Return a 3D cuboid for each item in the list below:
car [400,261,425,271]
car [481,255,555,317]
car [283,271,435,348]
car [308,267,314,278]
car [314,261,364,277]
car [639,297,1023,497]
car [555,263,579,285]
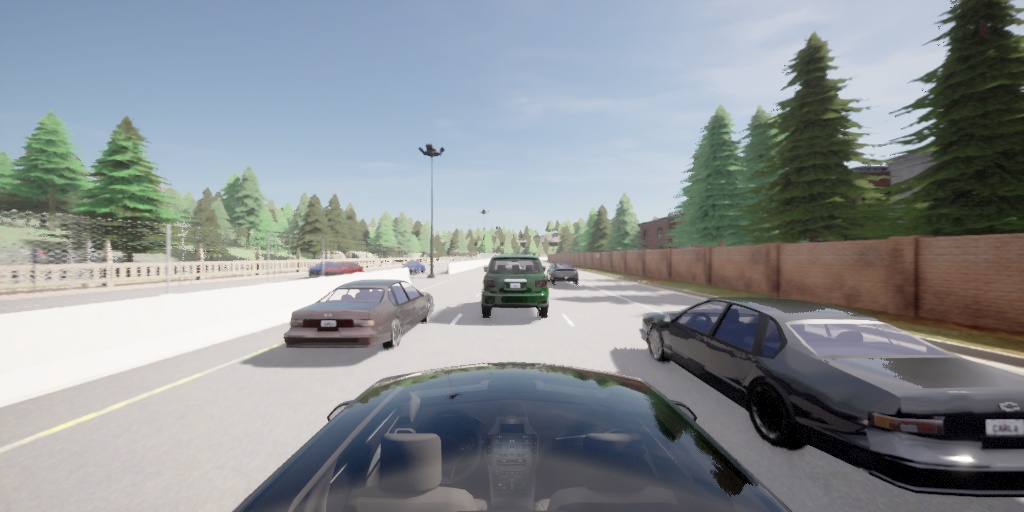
[{"bbox_3d":[-10.640,1.275,38.448,1.812,1.442,4.674,0,0,1],"label":"car"},{"bbox_3d":[0.098,0.972,13.275,2.150,2.045,5.566,0,0,0],"label":"car"},{"bbox_3d":[-3.401,1.297,9.147,2.033,1.411,5.357,0,0,0],"label":"car"},{"bbox_3d":[-17.654,1.227,34.670,1.882,1.535,5.008,0,0,0],"label":"car"},{"bbox_3d":[-14.135,1.227,30.072,1.882,1.535,5.008,0,0,0],"label":"car"},{"bbox_3d":[3.600,1.298,5.131,2.033,1.411,5.357,0,0,0],"label":"car"},{"bbox_3d":[3.570,1.243,26.013,2.128,1.511,4.902,0,0,0],"label":"car"}]
